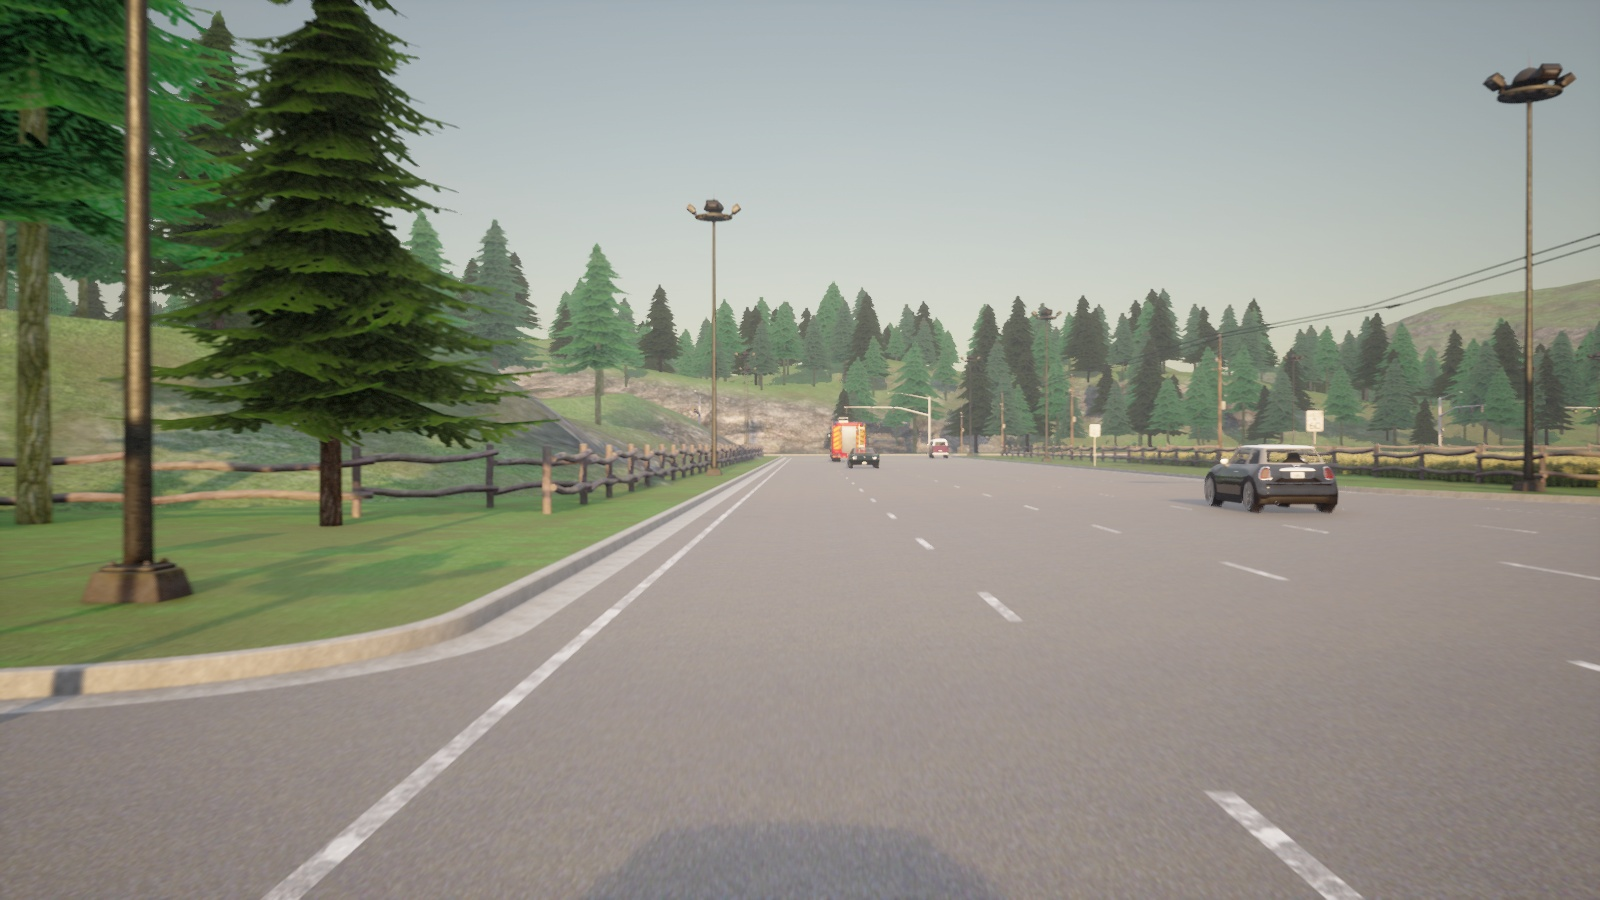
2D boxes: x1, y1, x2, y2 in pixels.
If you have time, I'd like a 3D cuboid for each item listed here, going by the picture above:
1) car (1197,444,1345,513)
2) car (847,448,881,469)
[{"bbox_3d":[10.680,0.598,28.778,1.970,1.475,3.806,0,0,0],"label":"car"},{"bbox_3d":[3.965,0.515,78.747,1.895,1.301,4.718,0,0,0],"label":"car"}]
